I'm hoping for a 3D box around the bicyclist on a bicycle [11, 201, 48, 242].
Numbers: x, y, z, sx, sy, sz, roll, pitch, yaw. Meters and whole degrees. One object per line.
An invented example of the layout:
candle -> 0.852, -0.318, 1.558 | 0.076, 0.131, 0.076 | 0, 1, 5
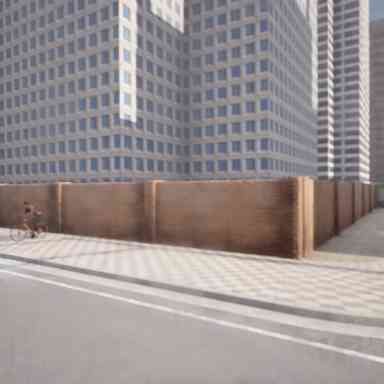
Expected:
bicyclist on a bicycle -> -6.770, 1.215, 13.919 | 0.582, 1.620, 1.656 | 0, 1, 32
